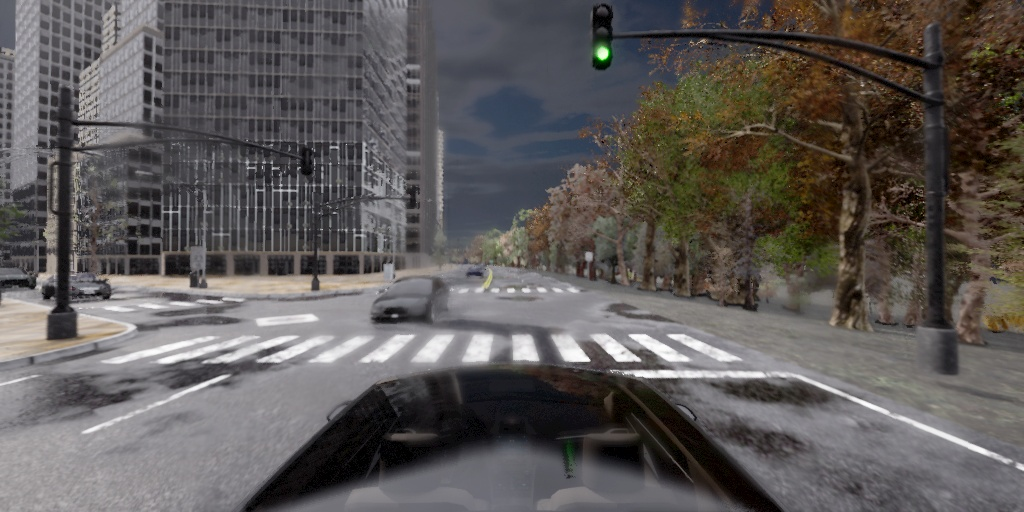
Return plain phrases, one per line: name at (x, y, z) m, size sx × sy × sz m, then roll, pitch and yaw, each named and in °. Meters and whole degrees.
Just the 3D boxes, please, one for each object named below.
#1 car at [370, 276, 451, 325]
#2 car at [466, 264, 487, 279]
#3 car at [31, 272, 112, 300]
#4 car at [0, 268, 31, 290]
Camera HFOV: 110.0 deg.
car at (-3.344, 1.473, 12.592) m, size 1.837 × 1.490 × 4.892 m, roll 0°, pitch -1°, yaw -1°
car at (-4.119, 1.847, 40.487) m, size 1.895 × 1.301 × 4.718 m, roll 0°, pitch -1°, yaw -2°
car at (-23.905, 1.644, 19.670) m, size 4.902 × 1.511 × 2.128 m, roll -1°, pitch -1°, yaw 29°
car at (-39.291, 1.745, 28.033) m, size 4.553 × 1.767 × 2.097 m, roll -1°, pitch -1°, yaw 29°
